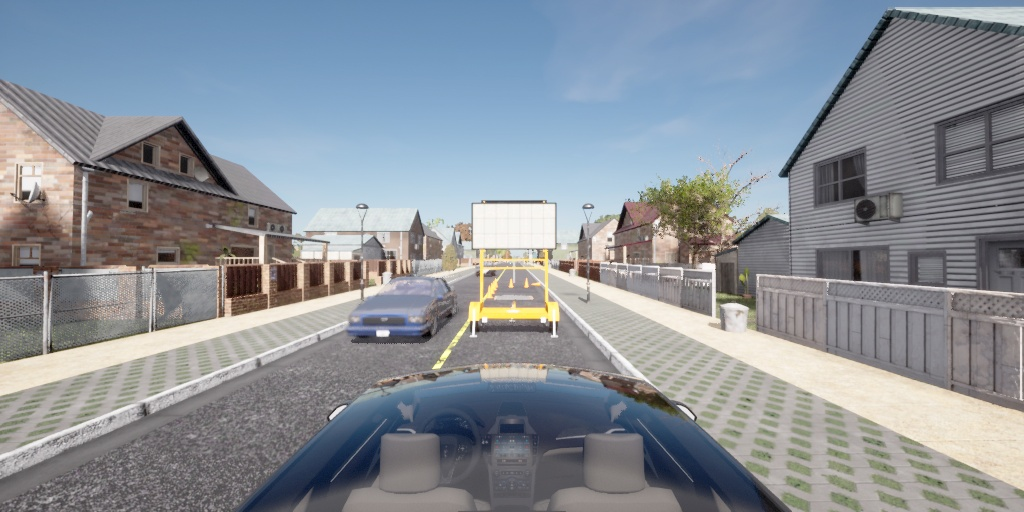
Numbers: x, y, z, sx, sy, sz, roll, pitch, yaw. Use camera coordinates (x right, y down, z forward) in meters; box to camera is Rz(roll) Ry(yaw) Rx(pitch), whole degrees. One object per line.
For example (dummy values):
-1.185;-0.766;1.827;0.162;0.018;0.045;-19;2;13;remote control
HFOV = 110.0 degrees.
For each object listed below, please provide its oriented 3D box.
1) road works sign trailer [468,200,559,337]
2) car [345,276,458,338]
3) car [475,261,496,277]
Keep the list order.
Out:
0.060;0.220;10.255;2.380;3.560;2.880;0;0;1;road works sign trailer
-2.801;1.303;10.460;2.033;1.411;5.357;0;0;0;car
-2.571;1.297;35.930;2.128;1.511;4.902;0;0;0;car
